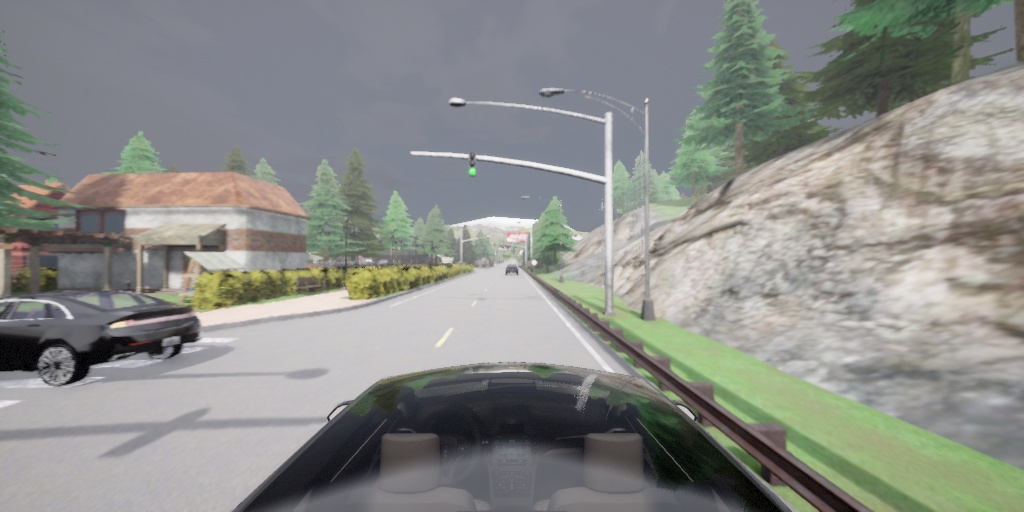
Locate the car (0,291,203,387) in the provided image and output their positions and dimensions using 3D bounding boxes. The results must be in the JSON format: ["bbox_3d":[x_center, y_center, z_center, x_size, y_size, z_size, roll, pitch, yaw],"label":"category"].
[{"bbox_3d":[-8.697,1.436,6.792,4.902,1.511,2.128,-2,-1,4],"label":"car"}]

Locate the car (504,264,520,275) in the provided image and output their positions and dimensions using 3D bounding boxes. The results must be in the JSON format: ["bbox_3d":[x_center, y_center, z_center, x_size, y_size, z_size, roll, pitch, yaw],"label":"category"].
[{"bbox_3d":[-0.001,1.903,49.780,1.837,1.490,4.892,0,-1,0],"label":"car"}]
